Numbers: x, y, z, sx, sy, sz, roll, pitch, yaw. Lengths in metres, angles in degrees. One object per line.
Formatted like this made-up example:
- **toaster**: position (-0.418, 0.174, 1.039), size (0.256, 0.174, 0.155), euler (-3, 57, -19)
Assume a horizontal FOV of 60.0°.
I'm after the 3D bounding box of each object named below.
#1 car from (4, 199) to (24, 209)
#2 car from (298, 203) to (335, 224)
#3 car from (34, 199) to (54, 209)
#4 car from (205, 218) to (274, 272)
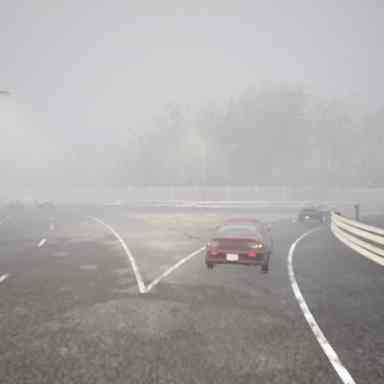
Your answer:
- **car**: position (-25.204, 1.715, 47.173), size (1.994, 1.385, 4.181), euler (0, -1, -37)
- **car**: position (10.077, 1.661, 26.530), size (1.837, 1.490, 4.892), euler (-1, -1, 40)
- **car**: position (-21.017, 1.692, 47.338), size (1.812, 1.442, 4.674), euler (0, -1, -35)
- **car**: position (1.688, 1.584, 11.075), size (1.812, 1.442, 4.674), euler (0, -1, 15)
